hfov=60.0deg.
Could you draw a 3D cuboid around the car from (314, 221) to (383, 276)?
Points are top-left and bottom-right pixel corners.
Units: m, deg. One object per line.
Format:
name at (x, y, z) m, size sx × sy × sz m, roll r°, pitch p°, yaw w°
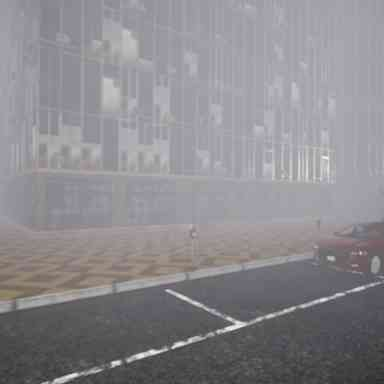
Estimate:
car at (5.748, 1.642, 10.666) m, size 4.507 × 1.381 × 1.887 m, roll 1°, pitch 0°, yaw -36°
